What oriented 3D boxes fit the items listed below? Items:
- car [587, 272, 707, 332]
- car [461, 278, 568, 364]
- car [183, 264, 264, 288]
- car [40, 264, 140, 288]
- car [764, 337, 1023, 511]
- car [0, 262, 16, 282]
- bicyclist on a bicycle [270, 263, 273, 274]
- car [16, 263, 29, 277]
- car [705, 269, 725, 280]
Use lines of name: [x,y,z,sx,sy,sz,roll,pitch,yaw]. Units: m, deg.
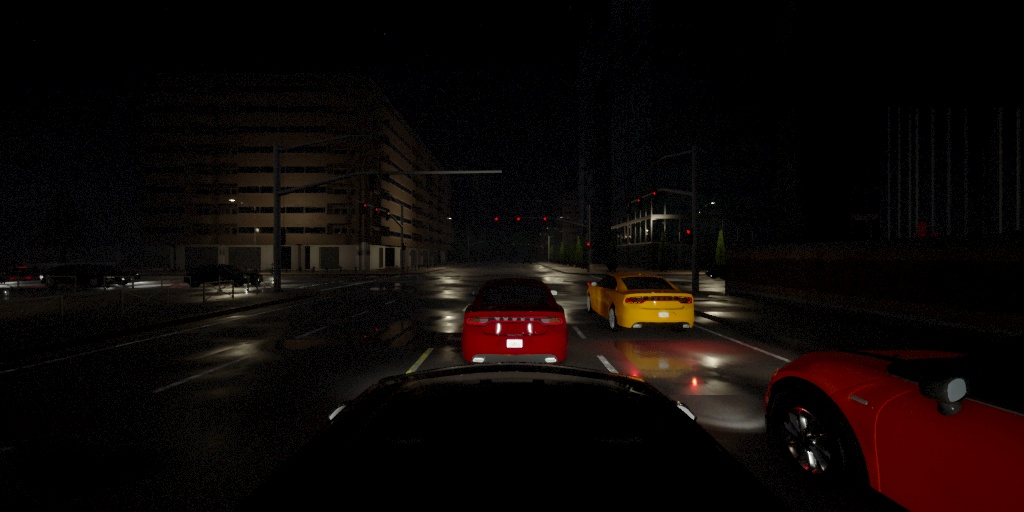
car: [3.582,1.228,10.898,1.882,1.535,5.008,0,0,0]
car: [0.062,1.228,8.125,1.882,1.535,5.008,0,0,0]
car: [-19.417,1.331,24.180,4.674,1.442,1.812,0,0,0]
car: [-28.657,1.310,24.201,4.892,1.490,1.837,0,0,0]
car: [3.600,1.102,1.752,2.097,1.767,4.553,0,0,0]
car: [-42.236,1.331,27.776,4.674,1.442,1.812,0,0,0]
bicyclist on a bicycle: [-25.518,1.106,38.671,0.582,1.620,1.656,0,0,0]
car: [-50.330,1.297,34.946,4.902,1.511,2.128,0,0,1]
car: [19.537,1.406,31.195,4.718,1.301,1.895,0,0,0]
